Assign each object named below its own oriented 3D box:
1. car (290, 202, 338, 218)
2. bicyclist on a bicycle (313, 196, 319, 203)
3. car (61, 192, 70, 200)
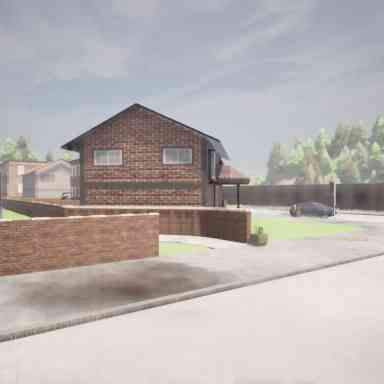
[{"bbox_3d":[10.981,1.564,30.237,1.994,1.385,4.181,0,0,-36],"label":"car"},{"bbox_3d":[14.683,1.349,39.508,1.656,1.620,0.582,0,0,-36],"label":"bicyclist on a bicycle"},{"bbox_3d":[-14.083,0.973,38.794,1.905,1.878,3.866,0,0,-35],"label":"car"}]
